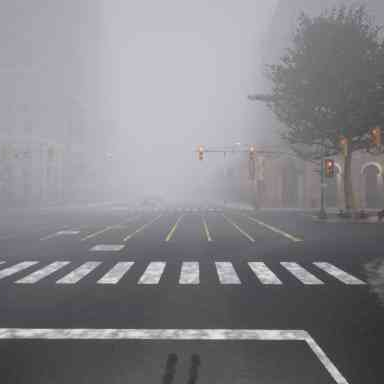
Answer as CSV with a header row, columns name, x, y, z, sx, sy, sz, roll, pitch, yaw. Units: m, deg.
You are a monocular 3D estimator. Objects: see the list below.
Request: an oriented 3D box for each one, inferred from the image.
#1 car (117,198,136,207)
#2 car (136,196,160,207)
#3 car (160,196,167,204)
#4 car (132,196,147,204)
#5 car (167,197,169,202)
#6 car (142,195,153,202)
name,x,y,z,sx,sy,sz,roll,pitch,yaw
car,-10.181,1.601,51.339,1.895,1.301,4.718,0,0,1
car,-6.689,1.351,51.003,2.097,1.767,4.553,0,0,1
car,-6.542,1.492,63.167,2.128,1.511,4.902,0,0,2
car,-10.029,1.548,63.781,2.033,1.411,5.357,0,0,2
car,-6.331,1.524,73.174,1.812,1.442,4.674,0,0,1
car,-9.813,1.524,74.153,1.812,1.442,4.674,0,0,1
